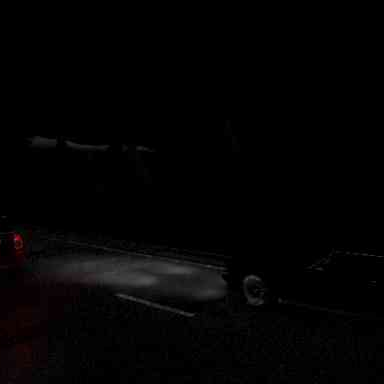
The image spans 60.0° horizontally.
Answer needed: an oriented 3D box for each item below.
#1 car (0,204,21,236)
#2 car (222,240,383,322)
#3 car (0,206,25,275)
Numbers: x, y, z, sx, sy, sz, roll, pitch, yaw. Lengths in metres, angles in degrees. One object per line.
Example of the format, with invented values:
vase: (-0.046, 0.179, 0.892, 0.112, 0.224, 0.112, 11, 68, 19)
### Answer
car: (-11.466, 1.478, 18.331, 4.902, 1.511, 2.128, 0, 0, 43)
car: (2.979, 1.600, 6.318, 4.718, 1.301, 1.895, 0, 0, 35)
car: (-6.602, 1.345, 9.308, 4.553, 1.767, 2.097, 0, 0, 39)
